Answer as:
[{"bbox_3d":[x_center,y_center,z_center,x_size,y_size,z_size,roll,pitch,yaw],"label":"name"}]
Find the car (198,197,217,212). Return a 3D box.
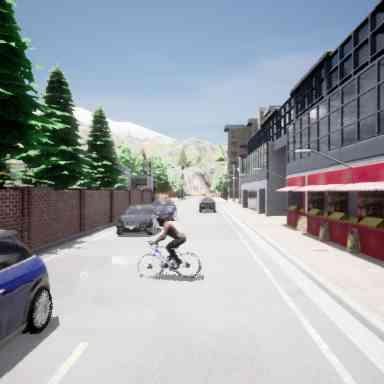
[{"bbox_3d":[1.777,1.502,38.203,1.837,1.490,4.892,0,-1,3],"label":"car"}]

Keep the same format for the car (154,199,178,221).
[{"bbox_3d":[-2.350,1.352,26.687,2.097,1.767,4.553,0,0,3],"label":"car"}]

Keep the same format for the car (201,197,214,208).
[{"bbox_3d":[2.240,1.504,48.386,1.837,1.490,4.892,0,0,3],"label":"car"}]

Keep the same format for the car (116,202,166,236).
[{"bbox_3d":[-2.821,1.505,18.445,1.837,1.490,4.892,0,0,3],"label":"car"}]

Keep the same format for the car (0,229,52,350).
[{"bbox_3d":[-3.496,1.352,3.758,2.097,1.767,4.553,0,0,3],"label":"car"}]

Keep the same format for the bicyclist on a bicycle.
[{"bbox_3d":[-0.607,1.452,8.559,1.656,1.620,0.582,-2,0,3],"label":"bicyclist on a bicycle"}]
